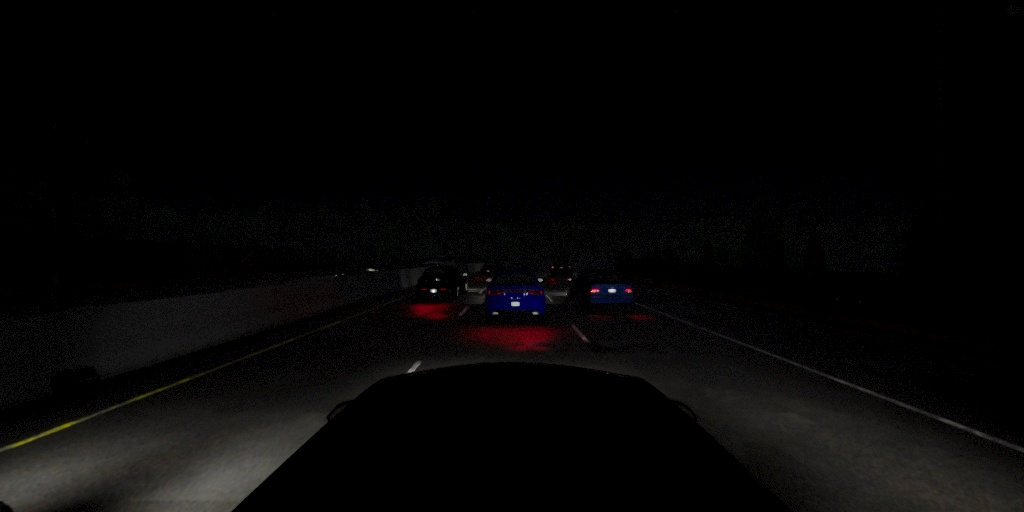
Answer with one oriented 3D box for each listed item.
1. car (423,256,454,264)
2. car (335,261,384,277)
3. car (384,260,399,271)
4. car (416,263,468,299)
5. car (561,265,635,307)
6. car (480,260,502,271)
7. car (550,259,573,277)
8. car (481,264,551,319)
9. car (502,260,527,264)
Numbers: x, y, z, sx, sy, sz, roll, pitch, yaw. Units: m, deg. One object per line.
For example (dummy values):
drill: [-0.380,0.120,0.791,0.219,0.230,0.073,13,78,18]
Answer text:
car: [-8.398,0.983,41.373,2.150,2.045,5.566,0,0,12]
car: [-13.413,1.269,31.310,1.837,1.490,4.892,0,0,6]
car: [-15.261,1.269,42.487,2.128,1.511,4.902,0,0,12]
car: [-3.387,1.259,17.953,1.837,1.490,4.892,0,0,0]
car: [3.602,1.301,15.410,2.033,1.411,5.357,0,0,0]
car: [-1.925,1.274,36.876,1.812,1.442,4.674,0,0,9]
car: [4.882,1.088,35.075,2.097,1.767,4.553,0,0,9]
car: [0.102,1.230,12.805,1.882,1.535,5.008,0,0,0]
car: [0.715,1.294,30.988,2.033,1.411,5.357,0,0,6]
